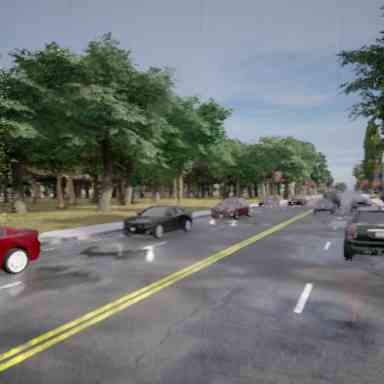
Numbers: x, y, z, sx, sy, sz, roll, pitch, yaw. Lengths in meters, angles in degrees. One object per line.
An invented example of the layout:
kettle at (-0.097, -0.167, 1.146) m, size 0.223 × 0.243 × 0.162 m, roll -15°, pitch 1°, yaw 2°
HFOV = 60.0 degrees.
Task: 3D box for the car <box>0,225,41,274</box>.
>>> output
car at (-6.209, 1.483, 8.186) m, size 1.882 × 1.535 × 5.008 m, roll 0°, pitch 0°, yaw 26°

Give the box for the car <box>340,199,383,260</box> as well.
car at (6.605, 1.300, 11.897) m, size 2.097 × 1.767 × 4.553 m, roll 0°, pitch 0°, yaw 26°

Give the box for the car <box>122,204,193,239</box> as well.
car at (-1.666, 1.445, 17.632) m, size 1.882 × 1.535 × 5.008 m, roll 0°, pitch 0°, yaw 26°

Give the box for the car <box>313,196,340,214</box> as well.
car at (13.465, 1.428, 33.724) m, size 2.033 × 1.411 × 5.357 m, roll 0°, pitch 0°, yaw 26°

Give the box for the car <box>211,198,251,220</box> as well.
car at (3.303, 1.280, 27.852) m, size 2.097 × 1.767 × 4.553 m, roll 0°, pitch 0°, yaw 28°

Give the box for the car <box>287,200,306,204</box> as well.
car at (12.413, 1.124, 39.178) m, size 1.895 × 1.301 × 4.718 m, roll 0°, pitch 0°, yaw 26°

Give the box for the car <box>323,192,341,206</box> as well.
car at (18.778, 1.066, 44.833) m, size 2.150 × 2.045 × 5.566 m, roll 0°, pitch 1°, yaw 26°
